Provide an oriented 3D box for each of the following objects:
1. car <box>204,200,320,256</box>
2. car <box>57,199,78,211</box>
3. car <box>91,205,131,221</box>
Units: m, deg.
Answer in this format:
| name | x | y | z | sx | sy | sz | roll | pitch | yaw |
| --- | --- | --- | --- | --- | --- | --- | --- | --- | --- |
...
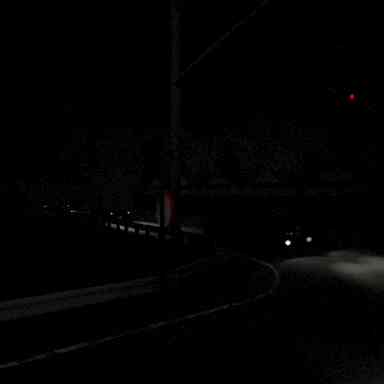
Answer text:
| name | x | y | z | sx | sy | sz | roll | pitch | yaw |
| --- | --- | --- | --- | --- | --- | --- | --- | --- | --- |
| car | 2.778 | 1.412 | 14.664 | 2.150 | 2.045 | 5.566 | 0 | 0 | -35 |
| car | -16.548 | 1.689 | 44.348 | 1.837 | 1.490 | 4.892 | -1 | 0 | -8 |
| car | -7.024 | 1.792 | 28.583 | 1.895 | 1.301 | 4.718 | 0 | 0 | -35 |
